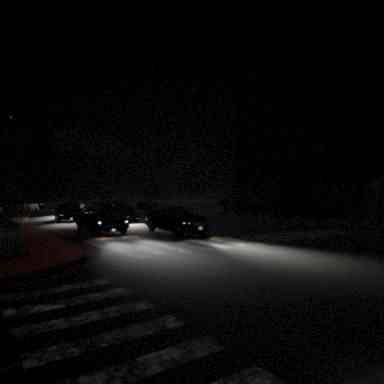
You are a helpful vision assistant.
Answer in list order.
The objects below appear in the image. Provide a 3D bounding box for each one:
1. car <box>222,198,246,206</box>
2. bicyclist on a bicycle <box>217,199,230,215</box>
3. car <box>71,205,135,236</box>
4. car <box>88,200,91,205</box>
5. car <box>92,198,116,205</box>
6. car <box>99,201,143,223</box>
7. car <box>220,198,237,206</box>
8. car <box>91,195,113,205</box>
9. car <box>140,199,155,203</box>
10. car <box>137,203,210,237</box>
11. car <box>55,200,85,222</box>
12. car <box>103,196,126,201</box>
[{"bbox_3d":[8.538,2.009,67.444,5.008,1.535,1.882,1,-1,-35],"label":"car"},{"bbox_3d":[3.241,1.536,34.199,1.656,1.620,0.582,0,0,-25],"label":"bicyclist on a bicycle"},{"bbox_3d":[-5.231,1.661,19.068,1.895,1.301,4.718,1,-1,-33],"label":"car"},{"bbox_3d":[-13.104,1.642,37.027,2.128,1.511,4.902,0,0,-8],"label":"car"},{"bbox_3d":[-9.095,1.662,34.665,1.837,1.490,4.892,0,0,-13],"label":"car"},{"bbox_3d":[-5.665,1.679,26.386,1.994,1.385,4.181,1,-1,-29],"label":"car"},{"bbox_3d":[7.500,1.965,62.665,5.008,1.535,1.882,1,-1,-35],"label":"car"},{"bbox_3d":[-13.028,1.460,48.487,2.150,2.045,5.566,0,0,11],"label":"car"},{"bbox_3d":[-6.190,1.750,46.850,1.882,1.535,5.008,0,-1,8],"label":"car"},{"bbox_3d":[-0.926,1.578,18.837,2.128,1.511,4.902,1,-1,-34],"label":"car"},{"bbox_3d":[-10.169,1.641,27.356,2.033,1.411,5.357,1,0,-25],"label":"car"},{"bbox_3d":[-9.934,1.727,45.179,2.128,1.511,4.902,0,-1,6],"label":"car"}]
